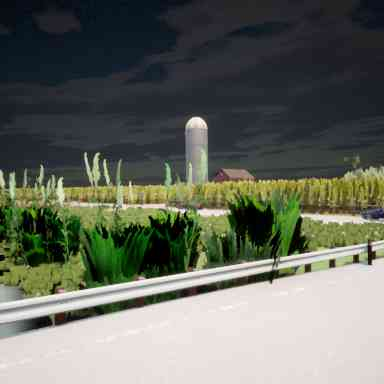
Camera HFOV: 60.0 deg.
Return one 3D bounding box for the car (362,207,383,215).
[{"bbox_3d":[16.757,1.739,27.812,1.812,1.442,4.674,-2,1,-43],"label":"car"}]
